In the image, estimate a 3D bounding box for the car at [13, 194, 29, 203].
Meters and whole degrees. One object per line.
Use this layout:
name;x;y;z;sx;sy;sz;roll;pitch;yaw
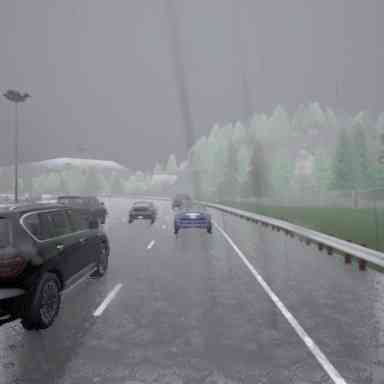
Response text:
car;-35.781;1.355;69.646;2.097;1.767;4.553;0;0;-16

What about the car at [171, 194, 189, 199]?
car;-1.334;1.224;40.532;2.150;2.045;5.566;0;0;-6

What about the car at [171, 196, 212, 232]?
car;0.007;1.353;20.074;2.097;1.767;4.553;0;0;-1

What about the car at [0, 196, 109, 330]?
car;-3.396;1.222;7.024;2.150;2.045;5.566;0;0;0

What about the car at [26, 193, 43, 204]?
car;-30.995;1.226;65.579;2.150;2.045;5.566;0;0;-15

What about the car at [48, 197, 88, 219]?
car;-10.912;1.353;29.565;2.097;1.767;4.553;0;0;-4

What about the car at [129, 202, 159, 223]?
car;-3.669;1.506;25.431;1.837;1.490;4.892;0;0;-3

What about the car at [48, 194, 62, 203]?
car;-28.278;1.357;68.912;2.097;1.767;4.553;0;0;-15
